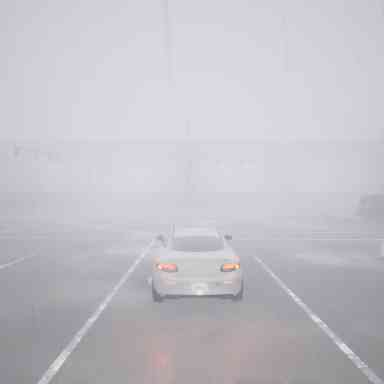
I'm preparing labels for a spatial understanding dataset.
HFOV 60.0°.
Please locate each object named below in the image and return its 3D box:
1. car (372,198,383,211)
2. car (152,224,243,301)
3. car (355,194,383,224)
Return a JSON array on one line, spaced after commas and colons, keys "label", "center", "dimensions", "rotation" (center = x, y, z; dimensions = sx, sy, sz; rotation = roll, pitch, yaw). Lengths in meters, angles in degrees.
[{"label": "car", "center": [23.307, 1.397, 37.840], "dimensions": [4.674, 1.442, 1.812], "rotation": [-1, 0, 2]}, {"label": "car", "center": [0.075, 1.527, 8.210], "dimensions": [1.812, 1.442, 4.674], "rotation": [0, 0, -1]}, {"label": "car", "center": [14.763, 1.165, 23.855], "dimensions": [5.566, 2.045, 2.150], "rotation": [0, 0, 2]}]
